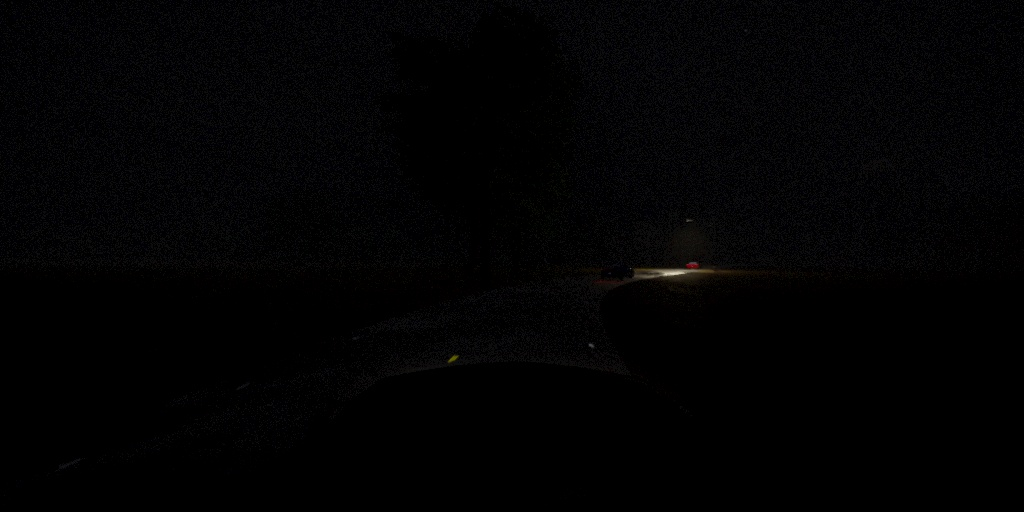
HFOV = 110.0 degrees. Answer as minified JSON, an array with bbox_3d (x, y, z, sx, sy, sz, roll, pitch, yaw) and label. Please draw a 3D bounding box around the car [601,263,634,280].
[{"bbox_3d":[9.545,1.354,32.322,1.882,1.535,5.008,0,-1,32],"label":"car"}]
